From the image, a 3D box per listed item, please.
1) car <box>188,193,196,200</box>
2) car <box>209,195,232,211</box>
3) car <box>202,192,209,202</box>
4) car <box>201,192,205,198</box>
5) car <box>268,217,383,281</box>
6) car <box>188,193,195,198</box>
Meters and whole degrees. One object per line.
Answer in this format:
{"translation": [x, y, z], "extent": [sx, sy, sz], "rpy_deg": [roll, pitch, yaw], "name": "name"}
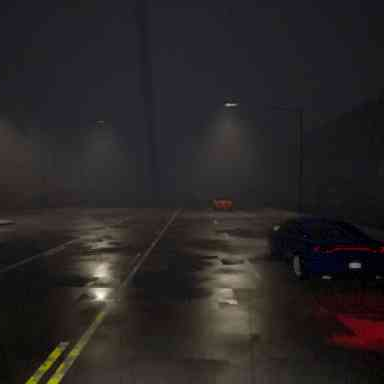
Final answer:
{"translation": [-0.023, 1.163, 78.836], "extent": [2.033, 1.411, 5.357], "rpy_deg": [0, 1, 0], "name": "car"}
{"translation": [3.588, 1.309, 40.092], "extent": [2.097, 1.767, 4.553], "rpy_deg": [0, 0, 0], "name": "car"}
{"translation": [3.579, 1.342, 68.126], "extent": [1.812, 1.442, 4.674], "rpy_deg": [0, 1, 0], "name": "car"}
{"translation": [3.474, 0.877, 89.558], "extent": [1.837, 1.490, 4.892], "rpy_deg": [0, 1, 0], "name": "car"}
{"translation": [3.597, 1.467, 9.808], "extent": [1.882, 1.535, 5.008], "rpy_deg": [0, 0, 0], "name": "car"}
{"translation": [-0.026, 0.914, 89.001], "extent": [1.812, 1.442, 4.674], "rpy_deg": [0, 1, 0], "name": "car"}
